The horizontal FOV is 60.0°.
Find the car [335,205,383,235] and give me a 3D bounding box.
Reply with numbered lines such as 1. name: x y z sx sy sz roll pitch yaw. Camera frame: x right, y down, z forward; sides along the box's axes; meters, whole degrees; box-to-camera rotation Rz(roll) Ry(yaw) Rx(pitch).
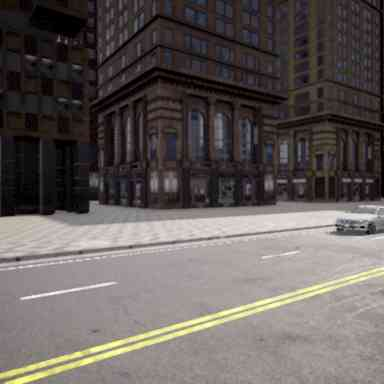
1. car: 10.019 1.481 18.780 4.674 1.442 1.812 0 0 -35
